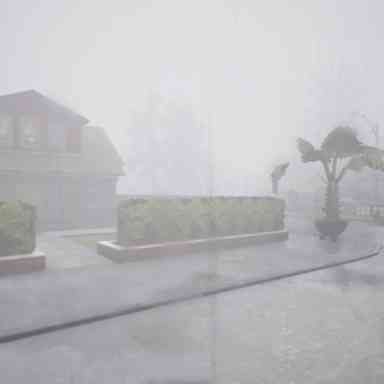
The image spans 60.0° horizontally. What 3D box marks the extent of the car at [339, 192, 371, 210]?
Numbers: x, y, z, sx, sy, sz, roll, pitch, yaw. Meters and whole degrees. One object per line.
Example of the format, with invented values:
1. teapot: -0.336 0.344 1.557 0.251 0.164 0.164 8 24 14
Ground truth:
1. car: 17.422 0.984 36.241 3.866 1.878 1.905 0 0 0
